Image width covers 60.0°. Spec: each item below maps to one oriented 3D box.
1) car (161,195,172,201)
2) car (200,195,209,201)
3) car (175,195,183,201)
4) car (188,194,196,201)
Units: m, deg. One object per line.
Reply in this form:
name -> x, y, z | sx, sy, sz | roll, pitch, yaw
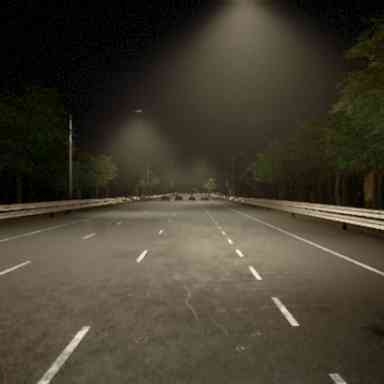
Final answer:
car -> -7.029, 1.656, 87.326 | 2.128, 1.511, 4.902 | 0, 0, 0
car -> 3.470, 1.729, 87.776 | 1.895, 1.301, 4.718 | 0, 0, 0
car -> -3.530, 1.609, 87.327 | 1.882, 1.535, 5.008 | 0, 0, 0
car -> -0.030, 1.671, 87.328 | 2.033, 1.411, 5.357 | 0, 0, 0
